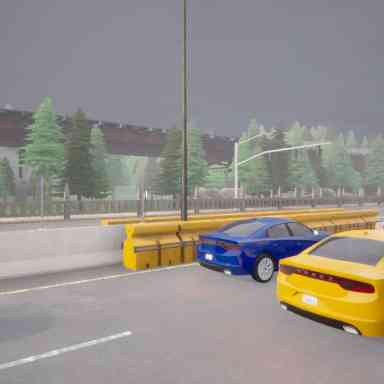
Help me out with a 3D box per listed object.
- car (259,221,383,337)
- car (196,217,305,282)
[{"bbox_3d":[3.799,1.478,6.464,5.008,1.535,1.882,0,0,-35],"label":"car"},{"bbox_3d":[2.438,1.478,9.793,5.008,1.535,1.882,0,0,-36],"label":"car"}]
